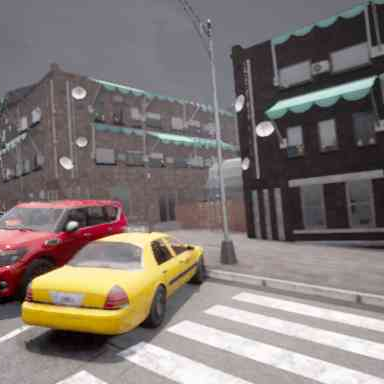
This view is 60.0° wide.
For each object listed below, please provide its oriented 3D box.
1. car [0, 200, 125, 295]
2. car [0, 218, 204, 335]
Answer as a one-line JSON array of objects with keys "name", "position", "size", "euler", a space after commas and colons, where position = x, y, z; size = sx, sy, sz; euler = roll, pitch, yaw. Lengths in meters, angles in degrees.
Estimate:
[{"name": "car", "position": [-3.574, 1.252, 8.630], "size": [2.435, 2.045, 5.566], "euler": [0, -1, 15]}, {"name": "car", "position": [-1.052, 1.496, 7.087], "size": [1.946, 1.575, 5.366], "euler": [0, -1, 15]}]
